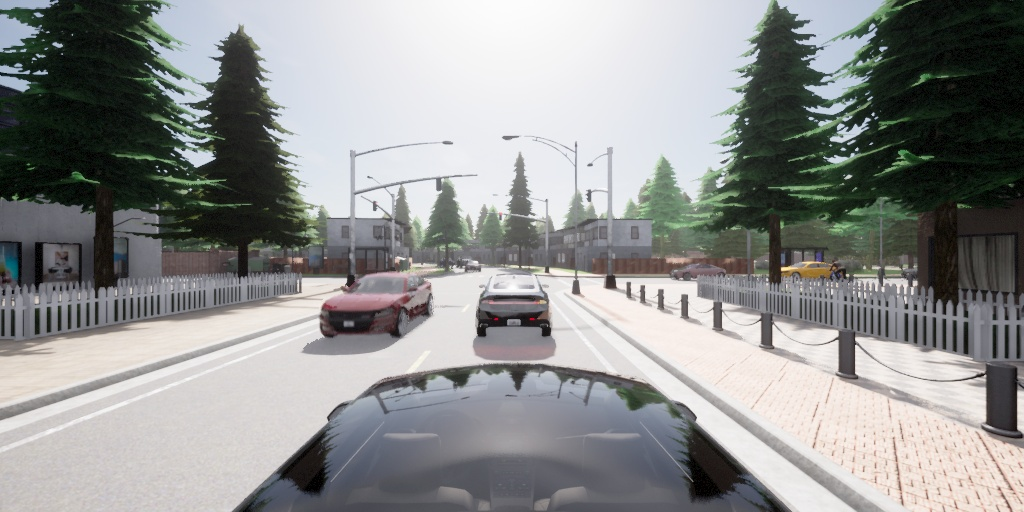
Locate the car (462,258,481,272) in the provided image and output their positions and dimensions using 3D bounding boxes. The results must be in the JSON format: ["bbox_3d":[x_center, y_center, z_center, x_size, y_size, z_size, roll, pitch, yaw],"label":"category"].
[{"bbox_3d":[-4.943,1.292,45.402,1.994,1.385,4.181,0,0,-7],"label":"car"}]

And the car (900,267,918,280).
[{"bbox_3d":[34.547,1.247,29.012,4.892,1.490,1.837,0,0,2],"label":"car"}]

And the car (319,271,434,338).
[{"bbox_3d":[-3.618,1.230,10.436,1.882,1.535,5.008,0,0,0],"label":"car"}]

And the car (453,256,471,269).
[{"bbox_3d":[-7.576,0.955,58.212,2.150,2.045,5.566,0,0,-18],"label":"car"}]

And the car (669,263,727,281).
[{"bbox_3d":[15.295,1.306,29.587,4.181,1.385,1.994,0,0,2],"label":"car"}]

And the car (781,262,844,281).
[{"bbox_3d":[24.175,1.220,29.333,5.008,1.535,1.882,0,0,2],"label":"car"}]

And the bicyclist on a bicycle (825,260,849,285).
[{"bbox_3d":[19.886,1.041,21.970,0.582,1.620,1.656,0,0,2],"label":"bicyclist on a bicycle"}]

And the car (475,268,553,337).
[{"bbox_3d":[0.056,1.244,10.283,2.128,1.511,4.902,0,0,0],"label":"car"}]
